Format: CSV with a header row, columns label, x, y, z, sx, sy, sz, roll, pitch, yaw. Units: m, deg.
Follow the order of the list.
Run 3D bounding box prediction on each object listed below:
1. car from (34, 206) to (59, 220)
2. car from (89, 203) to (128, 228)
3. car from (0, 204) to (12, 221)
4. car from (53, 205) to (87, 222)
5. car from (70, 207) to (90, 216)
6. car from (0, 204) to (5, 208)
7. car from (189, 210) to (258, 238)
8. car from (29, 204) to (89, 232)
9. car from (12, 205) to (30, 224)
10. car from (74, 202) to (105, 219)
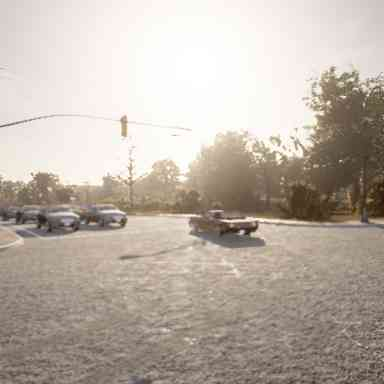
label,x,y,z,sx,sy,sz,roll,pitch,yaw
car,-17.518,2.488,39.927,1.837,1.490,4.892,0,-3,-35
car,-6.278,1.656,23.889,2.128,1.511,4.902,0,-2,-36
car,-19.861,2.430,37.170,1.837,1.490,4.892,0,-3,-35
car,-11.746,1.993,31.697,1.837,1.490,4.892,0,-3,-35
car,-17.863,3.085,52.923,1.812,1.442,4.674,0,-3,-35
car,-25.870,2.679,45.796,2.150,2.045,5.566,0,-3,-35
car,1.516,1.640,18.197,1.895,1.301,4.718,0,0,-24
car,-8.507,1.619,20.997,2.128,1.511,4.902,0,-1,-35
car,-13.890,1.928,28.654,1.837,1.490,4.892,0,-3,-35
car,-11.818,2.111,38.212,2.097,1.767,4.553,0,-3,-35
